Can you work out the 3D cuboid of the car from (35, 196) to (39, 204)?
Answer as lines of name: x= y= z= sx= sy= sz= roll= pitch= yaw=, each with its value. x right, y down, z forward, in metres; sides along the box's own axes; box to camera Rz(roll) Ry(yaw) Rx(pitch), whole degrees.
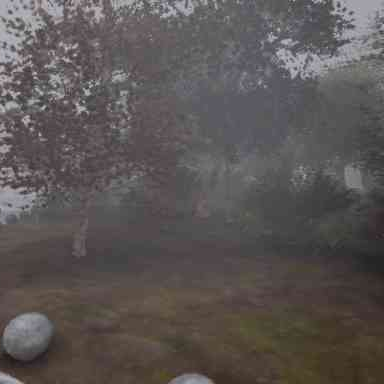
car: x=-15.008 y=0.490 z=35.191 sx=1.994 sy=1.385 sz=4.181 roll=0 pitch=3 yaw=-4

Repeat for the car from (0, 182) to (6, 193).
car: x=-30.893 y=-0.859 z=51.258 sx=2.435 sy=2.045 sz=5.566 roll=0 pitch=3 yaw=-3
